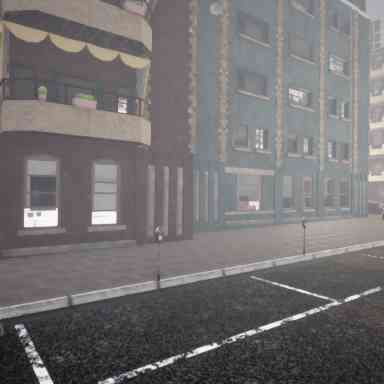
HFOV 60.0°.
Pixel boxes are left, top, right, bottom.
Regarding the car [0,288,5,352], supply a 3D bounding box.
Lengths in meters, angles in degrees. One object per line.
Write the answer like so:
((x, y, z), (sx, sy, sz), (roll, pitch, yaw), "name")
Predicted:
((-4.195, 1.566, 3.097), (4.313, 1.339, 1.947), (0, 1, -35), "car")

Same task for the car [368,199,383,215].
((16.142, 1.241, 32.640), (2.192, 1.841, 5.009), (1, 0, -36), "car")
